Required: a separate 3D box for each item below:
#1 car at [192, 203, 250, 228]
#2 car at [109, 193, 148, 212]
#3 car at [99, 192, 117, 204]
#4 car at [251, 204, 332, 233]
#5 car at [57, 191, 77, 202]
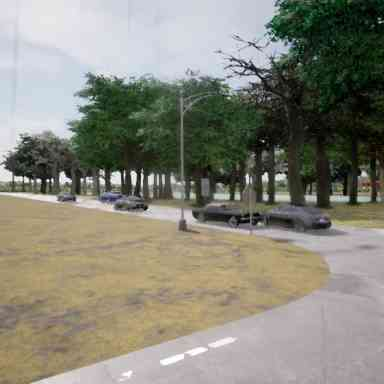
[{"bbox_3d":[2.099,1.355,20.502,1.895,1.301,4.718,-2,1,-37],"label":"car"},{"bbox_3d":[-5.796,1.081,31.403,1.994,1.385,4.181,-1,2,-36],"label":"car"},{"bbox_3d":[-10.280,0.759,42.470,1.882,1.535,5.008,-1,2,-36],"label":"car"},{"bbox_3d":[5.625,1.351,18.628,1.994,1.385,4.181,-1,2,-30],"label":"car"},{"bbox_3d":[-18.554,0.701,49.225,1.837,1.490,4.892,-1,1,-36],"label":"car"}]
